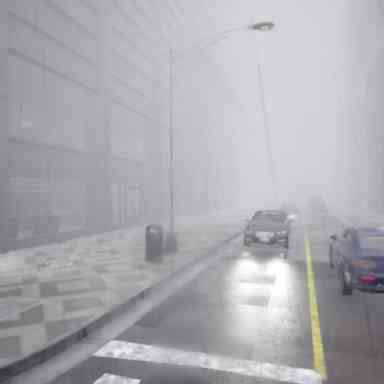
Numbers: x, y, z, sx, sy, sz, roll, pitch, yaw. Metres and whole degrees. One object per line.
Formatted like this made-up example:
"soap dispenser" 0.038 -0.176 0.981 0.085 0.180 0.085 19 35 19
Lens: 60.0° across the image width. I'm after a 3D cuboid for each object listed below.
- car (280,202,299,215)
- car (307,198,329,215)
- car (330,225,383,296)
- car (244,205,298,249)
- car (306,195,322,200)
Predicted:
"car" 10.872 1.764 37.117 1.994 1.385 4.181 0 -1 19
"car" 14.018 1.727 36.752 2.033 1.411 5.357 0 0 19
"car" 4.567 1.555 8.324 1.812 1.442 4.674 0 0 18
"car" 3.557 1.575 15.148 2.128 1.511 4.902 0 0 18
"car" 17.258 1.454 46.703 2.150 2.045 5.566 0 0 18
